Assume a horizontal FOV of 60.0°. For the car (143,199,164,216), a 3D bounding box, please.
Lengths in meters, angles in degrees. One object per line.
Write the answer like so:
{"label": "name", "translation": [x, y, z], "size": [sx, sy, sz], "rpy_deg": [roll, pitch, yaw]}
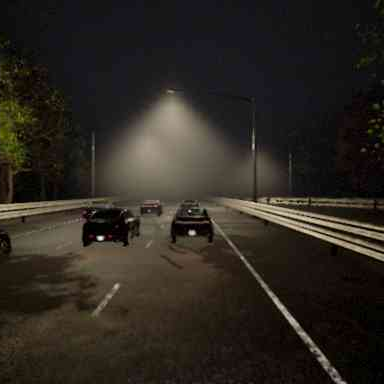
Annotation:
{"label": "car", "translation": [-3.766, 1.449, 31.507], "size": [2.128, 1.511, 4.902], "rpy_deg": [0, 0, -1]}

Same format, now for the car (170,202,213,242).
{"label": "car", "translation": [-0.014, 1.463, 16.093], "size": [2.128, 1.511, 4.902], "rpy_deg": [0, 0, -1]}

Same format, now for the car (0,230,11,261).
{"label": "car", "translation": [-6.973, 1.475, 9.211], "size": [2.128, 1.511, 4.902], "rpy_deg": [0, 0, 0]}

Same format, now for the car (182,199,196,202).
{"label": "car", "translation": [-0.269, 1.461, 31.665], "size": [1.837, 1.490, 4.892], "rpy_deg": [0, 0, -1]}

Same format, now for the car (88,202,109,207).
{"label": "car", "translation": [-7.174, 1.510, 26.552], "size": [2.033, 1.411, 5.357], "rpy_deg": [0, 0, -1]}

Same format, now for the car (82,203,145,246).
{"label": "car", "translation": [-3.505, 1.480, 15.085], "size": [1.837, 1.490, 4.892], "rpy_deg": [0, 1, 0]}
